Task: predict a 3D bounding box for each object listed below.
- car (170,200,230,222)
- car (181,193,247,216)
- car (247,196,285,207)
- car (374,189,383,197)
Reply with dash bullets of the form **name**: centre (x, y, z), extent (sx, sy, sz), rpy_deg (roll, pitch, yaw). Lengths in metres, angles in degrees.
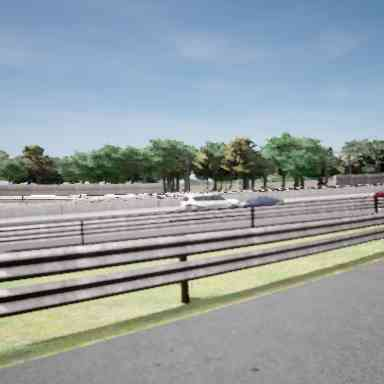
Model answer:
- **car**: centre (0.370, 1.648, 25.295), extent (4.181, 1.385, 1.994), rpy_deg (-3, 2, -19)
- **car**: centre (1.645, 1.125, 29.436), extent (5.566, 2.045, 2.150), rpy_deg (-3, 2, -19)
- **car**: centre (7.698, 1.064, 35.237), extent (4.181, 1.385, 1.994), rpy_deg (-3, 1, -19)
- **car**: centre (22.473, 0.252, 36.645), extent (5.008, 1.535, 1.882), rpy_deg (-3, 1, -19)
